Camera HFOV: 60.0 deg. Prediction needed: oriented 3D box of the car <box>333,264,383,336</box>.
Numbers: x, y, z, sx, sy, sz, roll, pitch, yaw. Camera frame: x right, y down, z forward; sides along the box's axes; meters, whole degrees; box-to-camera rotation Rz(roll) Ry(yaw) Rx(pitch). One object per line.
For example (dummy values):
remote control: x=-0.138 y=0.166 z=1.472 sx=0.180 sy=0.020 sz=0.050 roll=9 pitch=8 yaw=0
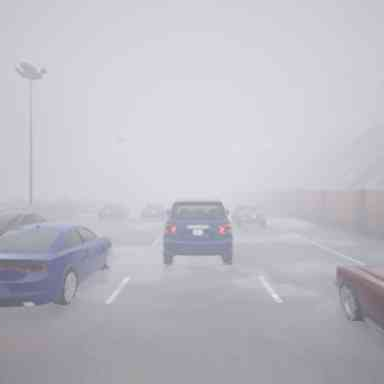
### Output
car: x=3.601 y=1.604 z=4.271 sx=1.895 sy=1.301 sz=4.718 roll=0 pitch=0 yaw=1

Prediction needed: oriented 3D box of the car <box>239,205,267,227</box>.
car: x=3.809 y=1.567 z=22.926 sx=2.033 sy=1.411 sz=5.357 roll=0 pitch=0 yaw=1

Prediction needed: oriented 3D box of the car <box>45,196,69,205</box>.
car: x=-21.034 y=1.402 z=52.984 sx=2.097 sy=1.767 sz=4.553 roll=0 pitch=0 yaw=0

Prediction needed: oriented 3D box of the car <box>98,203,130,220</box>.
car: x=-6.662 y=1.590 z=28.586 sx=1.994 sy=1.385 sz=4.181 roll=0 pitch=0 yaw=0

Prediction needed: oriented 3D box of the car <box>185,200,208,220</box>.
car: x=0.340 y=1.503 z=29.637 sx=1.882 sy=1.535 sz=5.008 roll=0 pitch=0 yaw=0

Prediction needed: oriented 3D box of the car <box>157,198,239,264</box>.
car: x=0.203 y=1.232 z=12.056 sx=2.150 sy=2.045 sz=5.566 roll=0 pitch=0 yaw=1

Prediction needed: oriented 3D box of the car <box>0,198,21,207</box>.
car: x=-28.013 y=1.598 z=52.360 sx=2.033 sy=1.411 sz=5.357 roll=0 pitch=0 yaw=0

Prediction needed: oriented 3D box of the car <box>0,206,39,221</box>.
car: x=-6.785 y=1.518 z=13.034 sx=1.837 sy=1.490 sz=4.892 roll=0 pitch=0 yaw=1

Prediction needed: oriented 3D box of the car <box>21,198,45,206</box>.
car: x=-24.526 y=1.613 z=52.476 sx=1.994 sy=1.385 sz=4.181 roll=0 pitch=0 yaw=0

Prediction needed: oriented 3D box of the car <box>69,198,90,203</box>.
car: x=-17.539 y=1.612 z=53.097 sx=1.994 sy=1.385 sz=4.181 roll=0 pitch=0 yaw=0

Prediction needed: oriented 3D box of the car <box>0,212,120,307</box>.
car: x=-3.348 y=1.485 z=8.092 sx=1.882 sy=1.535 sz=5.008 roll=0 pitch=0 yaw=1

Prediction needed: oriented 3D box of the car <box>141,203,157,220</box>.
car: x=-3.163 y=1.589 z=28.550 sx=1.994 sy=1.385 sz=4.181 roll=0 pitch=0 yaw=0
